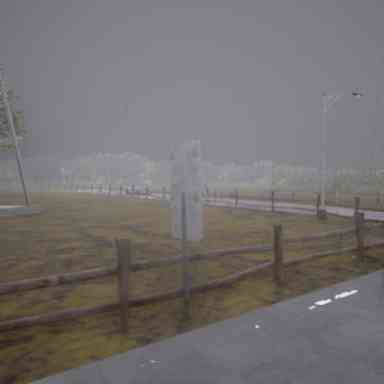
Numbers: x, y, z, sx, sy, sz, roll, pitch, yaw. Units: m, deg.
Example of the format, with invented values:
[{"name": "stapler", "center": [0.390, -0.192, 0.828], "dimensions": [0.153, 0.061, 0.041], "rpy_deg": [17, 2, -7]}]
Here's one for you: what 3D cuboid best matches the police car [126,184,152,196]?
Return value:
[{"name": "police car", "center": [-7.279, -0.257, 45.919], "dimensions": [2.038, 1.542, 4.974], "rpy_deg": [-2, 3, -36]}]
